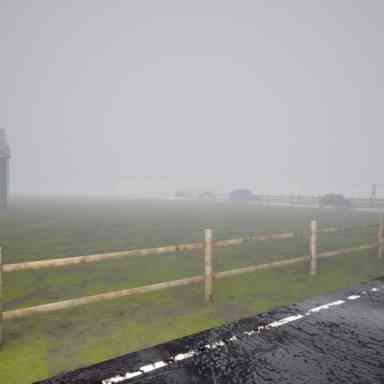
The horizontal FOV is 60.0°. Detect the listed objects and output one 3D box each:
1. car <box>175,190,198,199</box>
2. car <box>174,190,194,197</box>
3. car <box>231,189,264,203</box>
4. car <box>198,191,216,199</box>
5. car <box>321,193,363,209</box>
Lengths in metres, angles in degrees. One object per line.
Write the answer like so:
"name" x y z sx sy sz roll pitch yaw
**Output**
"car" -1.598 0.515 65.468 1.882 1.535 5.008 0 1 -35
"car" -1.814 0.362 71.802 1.837 1.490 4.892 0 1 -36
"car" 8.464 0.568 51.215 2.150 2.045 5.566 0 1 -35
"car" 2.751 0.597 65.460 1.837 1.490 4.892 0 1 -35
"car" 17.388 0.973 38.697 2.097 1.767 4.553 0 1 -36
